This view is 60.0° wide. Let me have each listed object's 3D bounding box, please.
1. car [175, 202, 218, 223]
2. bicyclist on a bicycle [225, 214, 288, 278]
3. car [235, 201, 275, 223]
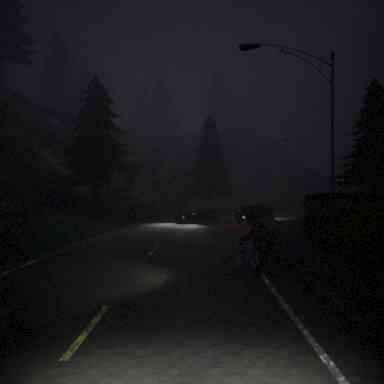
[{"bbox_3d":[0.467,1.492,25.179,1.812,1.442,4.674,0,0,28],"label":"car"},{"bbox_3d":[1.677,1.403,8.612,1.656,1.620,0.582,0,0,1],"label":"bicyclist on a bicycle"},{"bbox_3d":[4.839,1.471,25.105,1.837,1.490,4.892,-1,0,30],"label":"car"}]
